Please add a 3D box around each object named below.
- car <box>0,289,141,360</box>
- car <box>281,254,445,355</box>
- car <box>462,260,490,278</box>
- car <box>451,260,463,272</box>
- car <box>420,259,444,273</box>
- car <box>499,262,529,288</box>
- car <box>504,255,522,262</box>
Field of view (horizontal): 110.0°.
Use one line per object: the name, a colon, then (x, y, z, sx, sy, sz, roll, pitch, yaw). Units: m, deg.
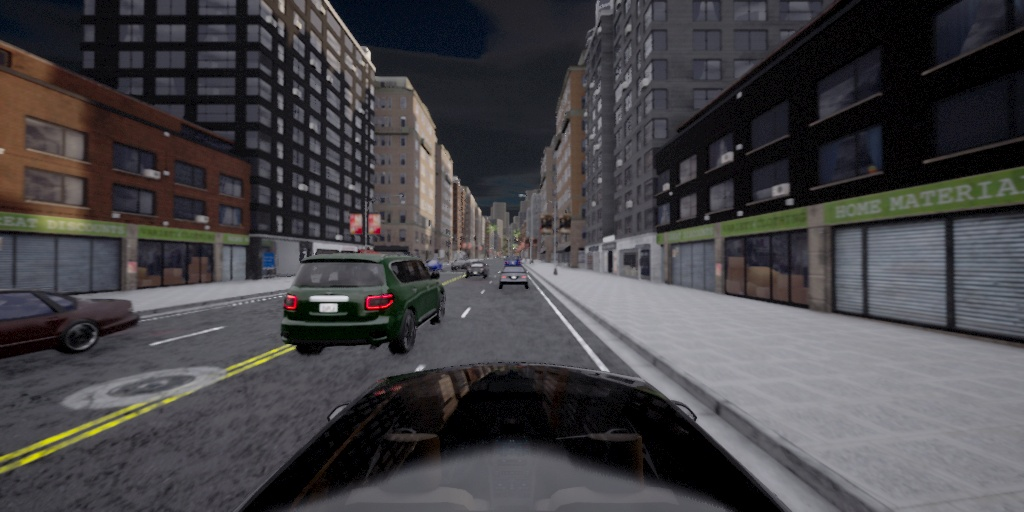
car: (-9.749, 1.298, 6.067, 2.033, 1.411, 5.357, 0, 0, 0)
car: (-3.149, 0.973, 8.847, 2.150, 2.045, 5.566, 0, 0, 0)
car: (-3.142, 1.258, 33.126, 1.812, 1.442, 4.674, 0, 0, 0)
car: (-6.536, 1.217, 45.481, 1.837, 1.490, 4.892, 0, 0, 1)
car: (-9.795, 1.191, 44.238, 1.882, 1.535, 5.008, 0, 0, 0)
car: (0.109, 1.291, 23.412, 2.033, 1.411, 5.357, 0, 0, 0)
car: (0.112, 0.933, 45.722, 2.150, 2.045, 5.566, 0, 0, 0)
